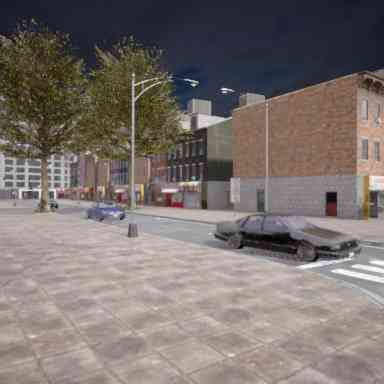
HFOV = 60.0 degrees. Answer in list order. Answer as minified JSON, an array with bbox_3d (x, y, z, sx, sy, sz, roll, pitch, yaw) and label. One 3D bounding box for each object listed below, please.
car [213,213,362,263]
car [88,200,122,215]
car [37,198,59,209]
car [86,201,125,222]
[{"bbox_3d":[3.157,1.517,12.221,2.033,1.411,5.357,0,0,-41],"label":"car"},{"bbox_3d":[-9.090,1.547,34.405,1.895,1.301,4.718,0,0,-35],"label":"car"},{"bbox_3d":[-18.763,1.497,43.234,1.994,1.385,4.181,0,0,-35],"label":"car"},{"bbox_3d":[-6.880,1.467,26.111,1.812,1.442,4.674,0,0,-35],"label":"car"}]
